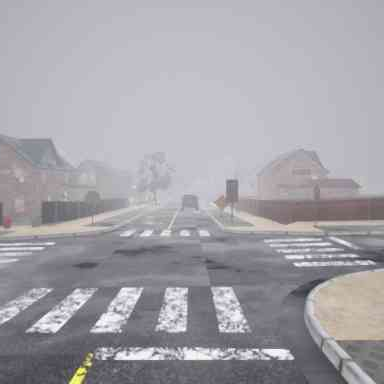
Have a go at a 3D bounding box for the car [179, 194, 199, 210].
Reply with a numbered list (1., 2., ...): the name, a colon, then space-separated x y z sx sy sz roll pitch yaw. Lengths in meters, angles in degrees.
1. car: -0.296 1.323 44.582 2.150 2.045 5.566 0 0 -1

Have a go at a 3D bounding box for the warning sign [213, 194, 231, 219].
1. warning sign: 2.406 1.148 26.706 1.300 1.860 1.060 2 2 -1
